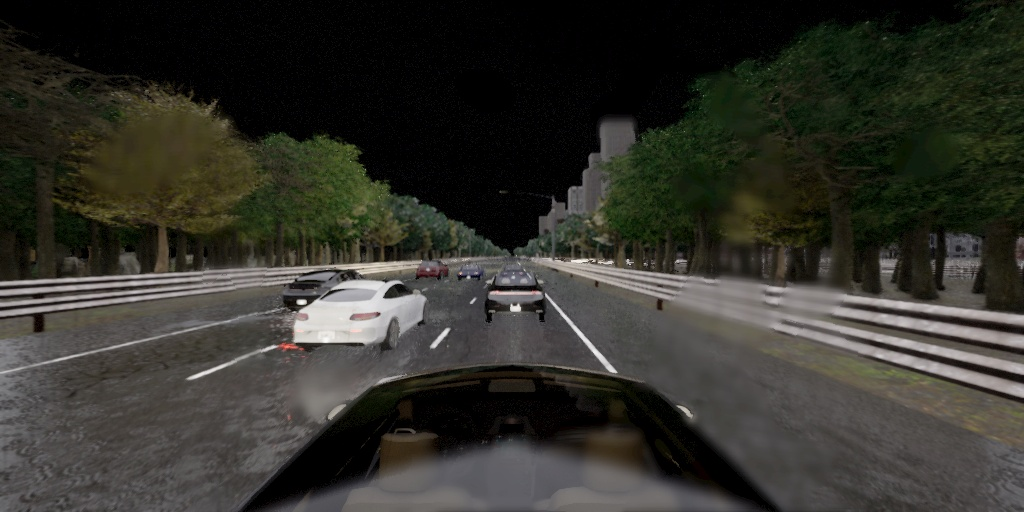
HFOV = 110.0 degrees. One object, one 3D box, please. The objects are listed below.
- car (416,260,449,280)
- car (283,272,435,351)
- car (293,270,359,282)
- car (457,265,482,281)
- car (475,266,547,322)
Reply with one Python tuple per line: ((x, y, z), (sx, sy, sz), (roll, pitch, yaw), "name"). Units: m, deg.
((-6.891, 1.126, 31.550), (2.097, 1.767, 4.553), (0, 0, 0), "car")
((-3.397, 1.286, 8.870), (1.812, 1.442, 4.674), (0, 0, 0), "car")
((-6.895, 1.273, 14.182), (1.837, 1.490, 4.892), (0, 0, 0), "car")
((-3.389, 1.376, 30.265), (1.895, 1.301, 4.718), (0, 0, 0), "car")
((0.104, 1.256, 12.364), (2.128, 1.511, 4.902), (0, 0, 0), "car")
